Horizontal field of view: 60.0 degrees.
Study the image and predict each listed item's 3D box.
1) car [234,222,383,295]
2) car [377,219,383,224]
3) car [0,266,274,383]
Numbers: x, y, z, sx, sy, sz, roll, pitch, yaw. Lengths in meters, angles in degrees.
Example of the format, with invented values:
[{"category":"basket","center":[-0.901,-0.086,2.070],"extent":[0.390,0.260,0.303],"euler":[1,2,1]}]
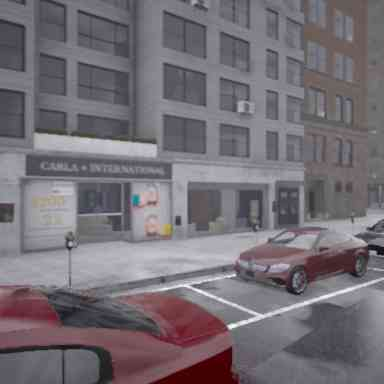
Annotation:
[{"category":"car","center":[3.002,1.588,8.672],"extent":[4.206,1.307,1.802],"euler":[0,0,-35]},{"category":"car","center":[7.501,1.576,11.879],"extent":[4.313,1.339,1.947],"euler":[0,0,-35]},{"category":"car","center":[-1.944,1.477,1.990],"extent":[5.008,1.535,1.882],"euler":[0,0,-35]}]
